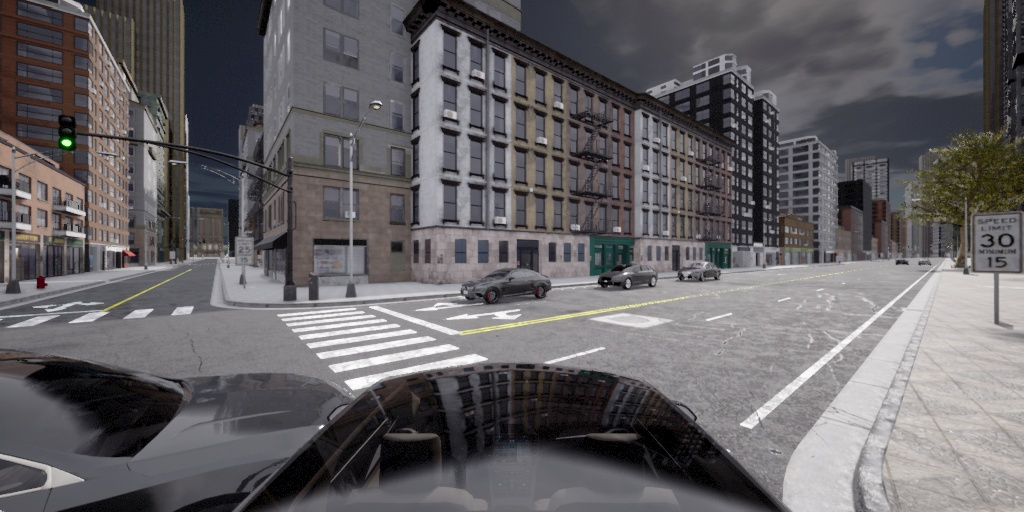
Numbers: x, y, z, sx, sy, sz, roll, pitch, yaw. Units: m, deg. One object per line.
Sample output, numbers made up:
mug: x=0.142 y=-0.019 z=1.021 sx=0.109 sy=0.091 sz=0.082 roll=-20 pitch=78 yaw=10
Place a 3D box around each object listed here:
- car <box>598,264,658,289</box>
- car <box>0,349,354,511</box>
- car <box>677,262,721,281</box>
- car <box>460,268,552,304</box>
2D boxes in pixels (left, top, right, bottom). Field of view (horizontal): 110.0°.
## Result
car: x=7.478 y=1.254 z=22.950 sx=4.892 sy=1.490 sz=1.837 roll=0 pitch=0 yaw=-39
car: x=-3.236 y=1.257 z=1.671 sx=4.892 sy=1.490 sz=1.837 roll=0 pitch=0 yaw=-35
car: x=15.438 y=1.231 z=29.481 sx=4.902 sy=1.511 sz=2.128 roll=0 pitch=0 yaw=-39
car: x=-0.166 y=1.284 z=16.667 sx=4.674 sy=1.442 sz=1.812 roll=0 pitch=0 yaw=-39
